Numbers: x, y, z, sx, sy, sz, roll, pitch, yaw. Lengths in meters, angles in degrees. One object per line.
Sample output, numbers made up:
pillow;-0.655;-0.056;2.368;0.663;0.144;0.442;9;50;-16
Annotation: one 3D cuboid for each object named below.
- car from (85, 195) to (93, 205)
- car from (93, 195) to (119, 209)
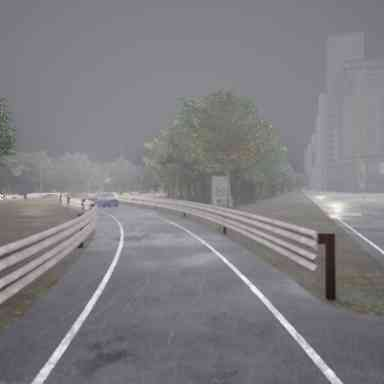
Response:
car;-15.067;1.134;50.385;1.812;1.442;4.674;-1;1;-21
car;-10.374;1.217;40.715;1.882;1.535;5.008;-1;1;-28
